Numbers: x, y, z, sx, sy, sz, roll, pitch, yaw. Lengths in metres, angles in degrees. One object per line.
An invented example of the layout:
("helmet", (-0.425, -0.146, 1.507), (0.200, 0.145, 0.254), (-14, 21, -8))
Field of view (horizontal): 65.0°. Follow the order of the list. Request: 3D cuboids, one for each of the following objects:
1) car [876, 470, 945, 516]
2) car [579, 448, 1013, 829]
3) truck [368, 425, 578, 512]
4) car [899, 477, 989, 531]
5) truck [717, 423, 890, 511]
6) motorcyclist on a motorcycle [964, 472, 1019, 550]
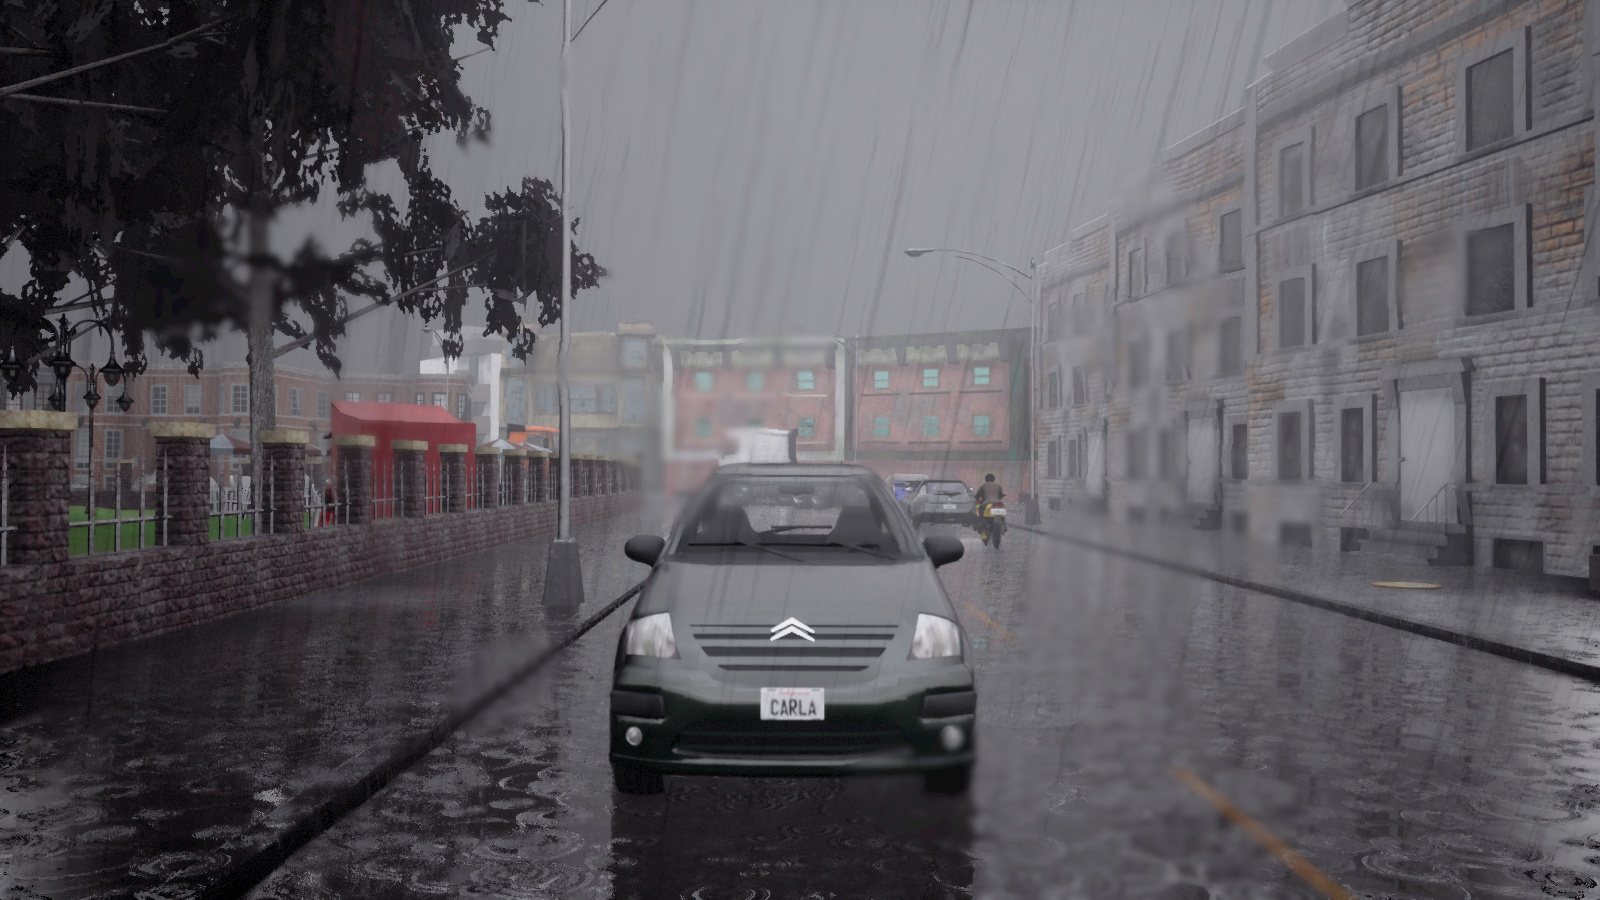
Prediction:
("car", (3.843, 1.489, 44.325), (2.007, 1.525, 4.514), (0, -1, -1))
("car", (-0.024, 0.836, 7.370), (1.851, 1.617, 3.988), (0, -1, 0))
("truck", (-13.452, 0.760, 52.122), (7.936, 3.462, 2.891), (0, -1, 0))
("car", (3.883, 1.442, 34.544), (1.994, 1.385, 4.181), (0, -1, 0))
("truck", (-0.007, 0.731, 53.561), (2.891, 3.462, 7.936), (1, -1, -40))
("motorcyclist on a motorcycle", (3.913, 1.214, 25.786), (0.797, 1.523, 2.044), (0, -1, 0))
